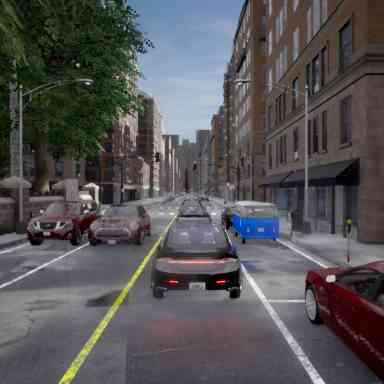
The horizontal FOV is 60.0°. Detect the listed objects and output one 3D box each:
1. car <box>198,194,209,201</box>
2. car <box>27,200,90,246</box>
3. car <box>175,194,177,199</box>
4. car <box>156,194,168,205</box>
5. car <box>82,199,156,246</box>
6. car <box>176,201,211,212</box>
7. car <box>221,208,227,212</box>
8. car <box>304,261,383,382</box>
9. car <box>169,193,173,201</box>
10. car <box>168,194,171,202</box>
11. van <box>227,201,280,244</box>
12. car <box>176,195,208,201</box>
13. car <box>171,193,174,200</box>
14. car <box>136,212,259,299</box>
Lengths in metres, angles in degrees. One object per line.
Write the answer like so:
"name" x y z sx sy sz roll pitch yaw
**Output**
"car" 2.837 1.387 75.586 1.967 1.590 4.097 0 0 0
"car" -5.674 1.310 15.507 2.192 1.841 5.009 0 0 0
"car" -5.690 1.497 86.450 2.008 1.369 4.403 0 0 0
"car" -5.684 1.480 59.026 1.752 1.417 4.829 0 0 0
"car" -3.085 1.347 15.122 2.097 1.767 4.553 0 0 0
"car" 0.094 1.485 18.390 2.128 1.511 4.902 0 0 0
"car" 2.850 1.558 21.210 1.947 1.339 4.313 0 0 0
"car" 2.853 1.544 4.228 1.887 1.381 4.507 0 0 0
"car" -5.686 1.493 70.098 1.887 1.381 4.507 0 0 0
"car" -5.685 1.502 64.647 2.008 1.369 4.403 0 0 0
"van" 2.851 1.336 15.549 1.690 1.788 3.998 0 0 0
"car" -0.008 1.338 27.567 2.097 1.767 4.553 0 0 0
"car" -5.687 1.492 75.549 1.887 1.381 4.507 0 0 0
"car" 0.098 1.490 8.450 2.128 1.511 4.902 0 0 0
